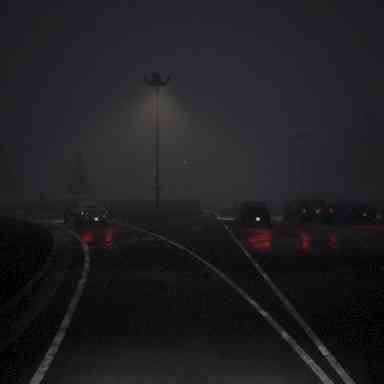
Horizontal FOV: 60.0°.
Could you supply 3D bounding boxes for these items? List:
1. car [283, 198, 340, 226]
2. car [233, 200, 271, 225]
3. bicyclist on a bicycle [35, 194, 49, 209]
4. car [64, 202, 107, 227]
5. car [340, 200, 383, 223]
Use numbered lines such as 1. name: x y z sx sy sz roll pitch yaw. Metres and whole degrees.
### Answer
1. car: 7.412 1.160 21.626 2.097 1.767 4.553 0 0 1
2. car: 3.917 1.317 21.995 1.837 1.490 4.892 0 0 1
3. bicyclist on a bicycle: -16.197 1.042 35.864 0.582 1.620 1.656 0 1 31
4. car: -6.970 1.363 21.662 1.812 1.442 4.674 0 0 -34
5. car: 10.937 1.264 23.431 1.882 1.535 5.008 0 0 1
